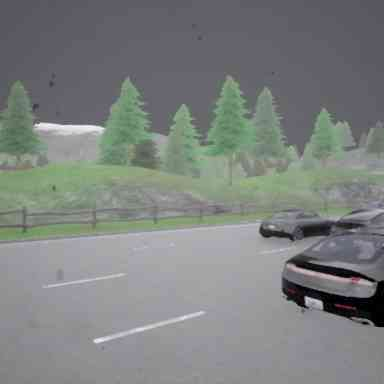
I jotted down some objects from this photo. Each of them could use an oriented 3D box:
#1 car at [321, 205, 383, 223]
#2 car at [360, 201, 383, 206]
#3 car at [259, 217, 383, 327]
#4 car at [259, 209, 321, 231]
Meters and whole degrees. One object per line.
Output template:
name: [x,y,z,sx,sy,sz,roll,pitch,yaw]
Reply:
car: [7.585,1.461,13.457,4.892,1.490,1.837,0,0,-35]
car: [15.310,1.475,27.597,4.181,1.385,1.994,0,0,-35]
car: [3.832,1.471,6.478,4.902,1.511,2.128,0,0,-35]
car: [5.208,1.522,16.061,4.181,1.385,1.994,0,0,-36]
